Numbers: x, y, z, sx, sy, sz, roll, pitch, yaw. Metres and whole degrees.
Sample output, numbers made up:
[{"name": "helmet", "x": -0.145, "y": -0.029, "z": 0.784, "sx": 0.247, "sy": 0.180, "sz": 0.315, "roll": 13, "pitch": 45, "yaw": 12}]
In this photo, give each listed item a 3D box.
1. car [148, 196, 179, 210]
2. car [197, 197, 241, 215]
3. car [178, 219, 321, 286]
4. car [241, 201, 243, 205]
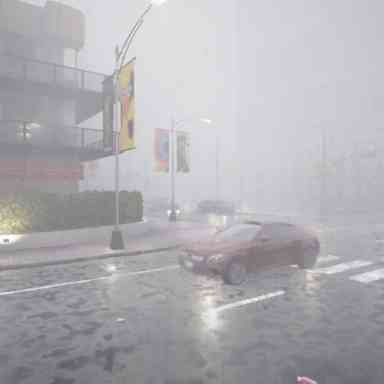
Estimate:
[{"name": "car", "x": -3.391, "y": 1.564, "z": 42.080, "sx": 1.994, "sy": 1.385, "sz": 4.181, "roll": 0, "pitch": 0, "yaw": -35}, {"name": "car", "x": 2.388, "y": 1.505, "z": 33.814, "sx": 1.837, "sy": 1.490, "sz": 4.892, "roll": 0, "pitch": 0, "yaw": -35}, {"name": "car", "x": 1.820, "y": 1.526, "z": 9.579, "sx": 4.674, "sy": 1.442, "sz": 1.812, "roll": 0, "pitch": 0, "yaw": -36}, {"name": "car", "x": 5.545, "y": 1.526, "z": 49.586, "sx": 1.812, "sy": 1.442, "sz": 4.674, "roll": 0, "pitch": 0, "yaw": -35}]
